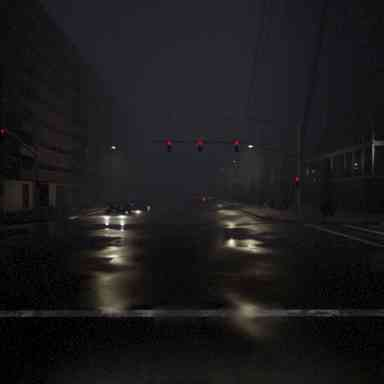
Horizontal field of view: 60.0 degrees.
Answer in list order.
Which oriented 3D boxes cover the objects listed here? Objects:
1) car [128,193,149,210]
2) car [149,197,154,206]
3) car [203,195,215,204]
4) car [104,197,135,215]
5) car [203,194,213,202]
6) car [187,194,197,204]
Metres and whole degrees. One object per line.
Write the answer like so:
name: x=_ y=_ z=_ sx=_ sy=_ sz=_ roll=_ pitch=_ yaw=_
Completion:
car: x=-7.452 y=1.221 z=44.088 sx=2.150 sy=2.045 sz=5.566 roll=0 pitch=0 yaw=1
car: x=-7.340 y=1.547 z=54.552 sx=2.033 sy=1.411 sz=5.357 roll=0 pitch=0 yaw=1
car: x=3.461 y=1.491 z=64.666 sx=2.128 sy=1.511 sz=4.902 roll=0 pitch=0 yaw=1
car: x=-7.466 y=1.526 z=34.177 sx=1.812 sy=1.442 sz=4.674 roll=0 pitch=0 yaw=0
car: x=3.465 y=1.355 z=74.531 sx=2.097 sy=1.767 sz=4.553 roll=0 pitch=0 yaw=1
car: x=-0.038 y=1.564 z=64.574 sx=1.994 sy=1.385 sz=4.181 roll=0 pitch=0 yaw=1
